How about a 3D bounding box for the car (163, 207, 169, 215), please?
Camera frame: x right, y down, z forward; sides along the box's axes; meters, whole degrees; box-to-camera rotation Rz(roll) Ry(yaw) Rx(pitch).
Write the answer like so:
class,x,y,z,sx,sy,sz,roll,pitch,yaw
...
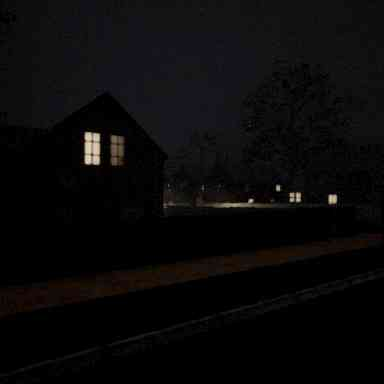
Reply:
class,x,y,z,sx,sy,sz,roll,pitch,yaw
car,-4.477,2.503,44.389,1.895,1.301,4.718,1,-2,-35
